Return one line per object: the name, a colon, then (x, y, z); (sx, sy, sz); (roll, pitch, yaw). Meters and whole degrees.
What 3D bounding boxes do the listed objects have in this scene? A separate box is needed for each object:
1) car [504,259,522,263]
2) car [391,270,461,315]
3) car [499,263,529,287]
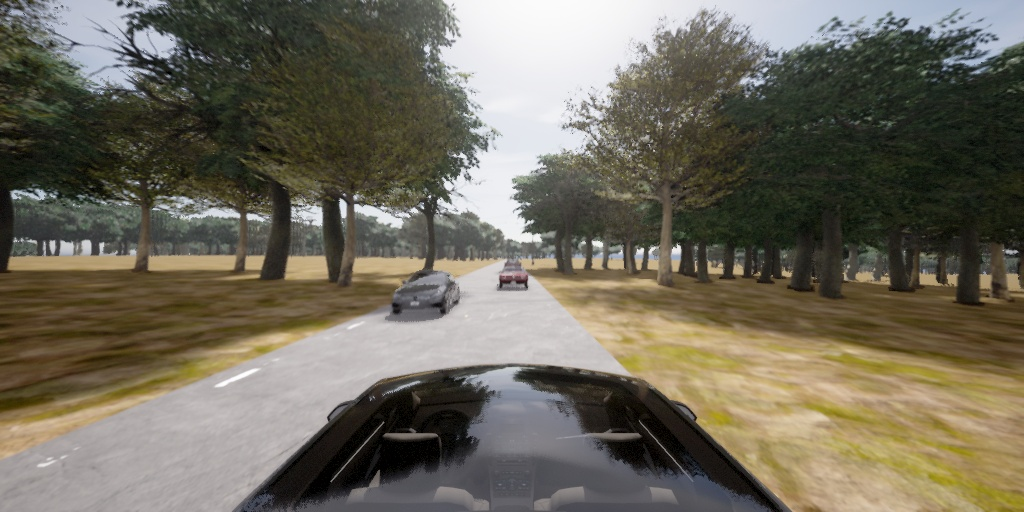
car: (0.102, 1.118, 42.237); (2.097, 1.767, 4.553); (0, 0, 0)
car: (-3.099, 1.274, 13.781); (1.812, 1.442, 4.674); (0, 0, 0)
car: (0.102, 1.352, 24.325); (1.895, 1.301, 4.718); (0, 0, 0)
